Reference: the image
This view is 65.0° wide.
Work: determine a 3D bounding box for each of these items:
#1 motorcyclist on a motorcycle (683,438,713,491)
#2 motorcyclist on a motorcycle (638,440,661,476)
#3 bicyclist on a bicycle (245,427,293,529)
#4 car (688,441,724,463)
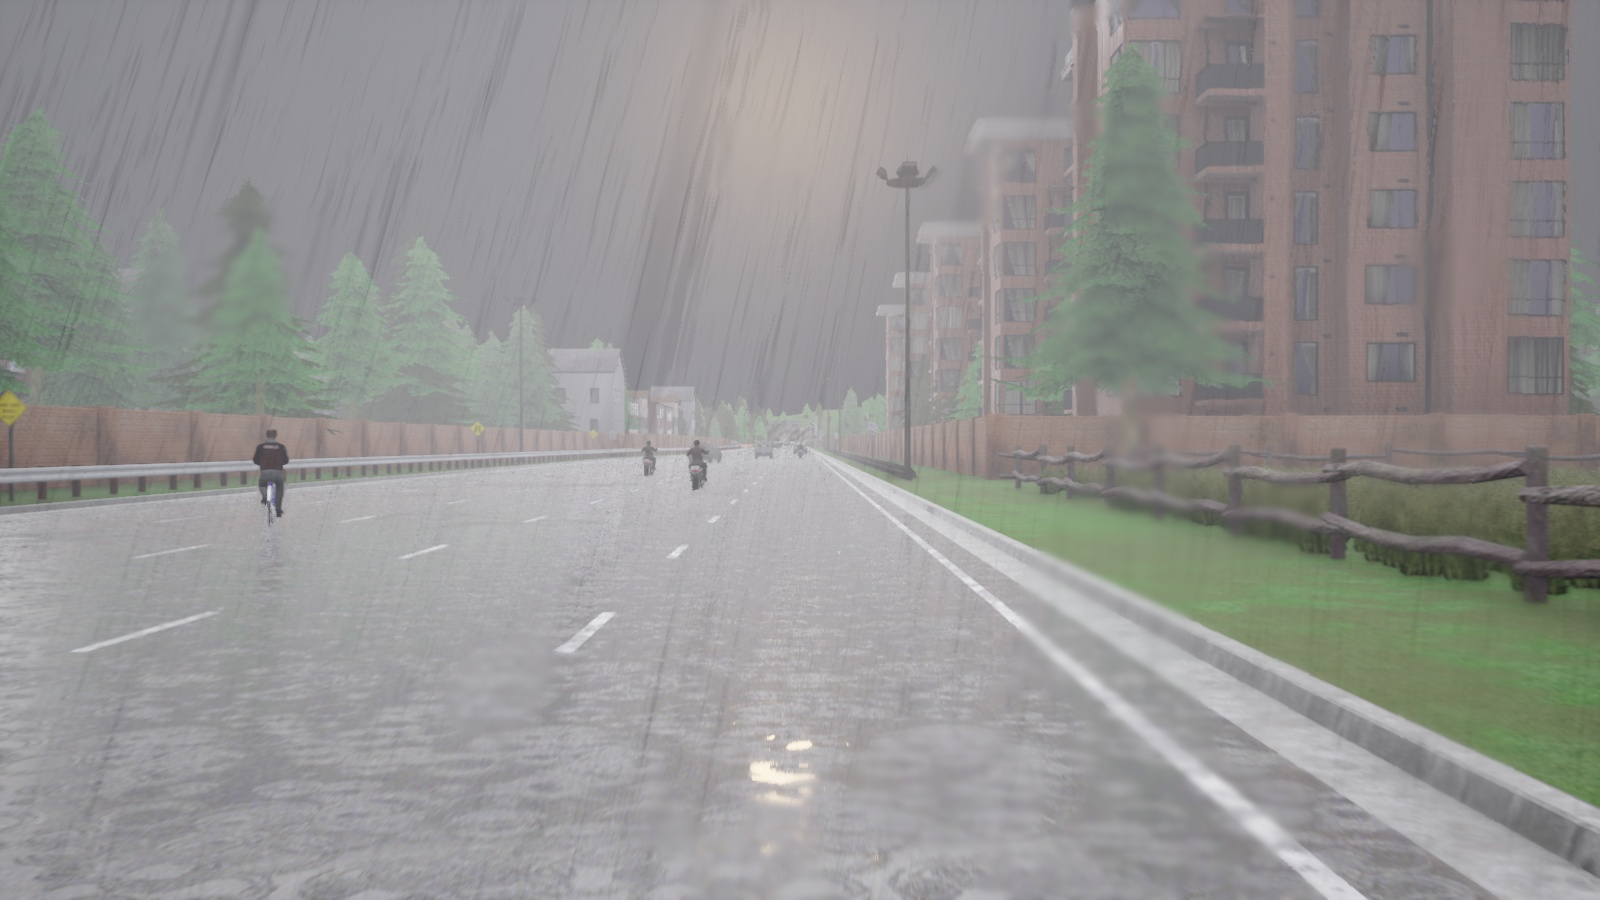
[{"bbox_3d":[-3.300,0.463,40.857,0.766,1.649,2.350,-1,0,0],"label":"motorcyclist on a motorcycle"},{"bbox_3d":[-6.936,0.364,57.952,0.766,1.649,2.350,0,0,0],"label":"motorcyclist on a motorcycle"},{"bbox_3d":[-9.614,0.481,22.782,0.659,1.776,1.843,1,0,-19],"label":"bicyclist on a bicycle"},{"bbox_3d":[-7.082,0.103,94.868,1.851,1.617,3.988,0,0,10],"label":"car"}]
